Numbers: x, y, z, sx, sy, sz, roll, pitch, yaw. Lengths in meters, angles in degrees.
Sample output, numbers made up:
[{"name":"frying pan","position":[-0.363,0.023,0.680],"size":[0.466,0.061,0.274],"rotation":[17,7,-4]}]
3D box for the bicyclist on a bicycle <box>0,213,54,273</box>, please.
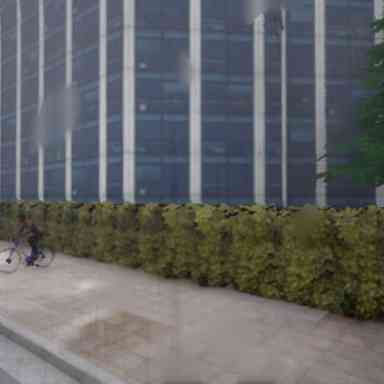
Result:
[{"name":"bicyclist on a bicycle","position":[-4.736,1.440,9.532],"size":[0.582,1.620,1.656],"rotation":[-1,-2,39]}]
